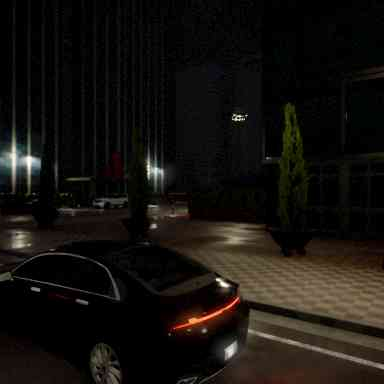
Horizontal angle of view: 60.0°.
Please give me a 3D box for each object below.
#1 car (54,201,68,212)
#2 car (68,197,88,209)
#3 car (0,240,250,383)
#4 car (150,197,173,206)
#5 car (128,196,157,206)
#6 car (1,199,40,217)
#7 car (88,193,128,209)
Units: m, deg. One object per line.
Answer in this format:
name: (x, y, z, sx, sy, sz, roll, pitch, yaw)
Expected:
car: (-17.104, 1.491, 37.498, 2.128, 1.511, 4.902, 0, 0, 35)
car: (-15.104, 1.505, 46.427, 1.837, 1.490, 4.892, 0, 0, 35)
car: (-1.536, 1.505, 5.101, 4.892, 1.490, 1.837, 0, 0, 36)
car: (-4.943, 1.564, 54.759, 1.994, 1.385, 4.181, 0, 0, 36)
car: (-8.271, 1.492, 56.124, 2.128, 1.511, 4.902, 0, 0, 35)
car: (-16.712, 1.601, 31.452, 1.895, 1.301, 4.718, 0, 0, 34)
car: (-11.035, 1.221, 46.128, 2.150, 2.045, 5.566, 0, 0, 35)
